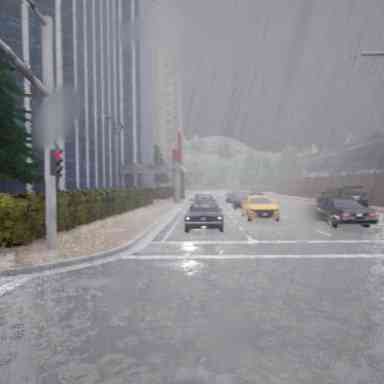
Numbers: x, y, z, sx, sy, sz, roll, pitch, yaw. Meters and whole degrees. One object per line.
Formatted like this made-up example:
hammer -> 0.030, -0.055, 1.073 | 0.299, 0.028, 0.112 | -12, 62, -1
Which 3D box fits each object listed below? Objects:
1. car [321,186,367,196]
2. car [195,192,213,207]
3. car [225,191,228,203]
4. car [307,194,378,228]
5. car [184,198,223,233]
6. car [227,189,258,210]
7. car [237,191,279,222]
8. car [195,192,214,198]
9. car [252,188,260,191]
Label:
car -> 11.633, 0.524, 26.106 | 2.150, 2.045, 5.566 | -1, 1, 2
car -> 1.344, 0.775, 35.622 | 1.812, 1.442, 4.674 | -1, 1, 3
car -> 5.073, 0.588, 41.015 | 2.128, 1.511, 4.902 | -1, 1, 2
car -> 7.836, 1.059, 17.875 | 2.033, 1.411, 5.357 | -1, 1, 2
car -> 0.604, 1.221, 17.063 | 1.895, 1.301, 4.718 | -1, 1, 2
car -> 4.636, 0.777, 30.870 | 1.882, 1.535, 5.008 | -1, 1, 2
car -> 4.269, 0.966, 21.454 | 1.882, 1.535, 5.008 | -1, 1, 2
car -> 0.953, 0.926, 26.379 | 2.128, 1.511, 4.902 | -1, 1, 2
car -> 8.821, 0.267, 47.837 | 2.097, 1.767, 4.553 | -1, 1, 2
